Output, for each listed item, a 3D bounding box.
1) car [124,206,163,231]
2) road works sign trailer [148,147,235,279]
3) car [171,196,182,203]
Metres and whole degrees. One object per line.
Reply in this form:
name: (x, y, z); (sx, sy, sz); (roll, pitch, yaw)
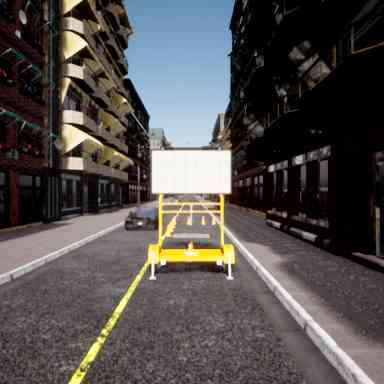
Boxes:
car: (-2.893, 1.569, 20.555); (1.994, 1.385, 4.181); (0, 0, 0)
road works sign trailer: (-0.021, 0.466, 9.993); (2.380, 3.560, 2.880); (0, 0, 0)
car: (-2.941, 1.572, 62.498); (1.812, 1.442, 4.674); (0, 0, 0)
